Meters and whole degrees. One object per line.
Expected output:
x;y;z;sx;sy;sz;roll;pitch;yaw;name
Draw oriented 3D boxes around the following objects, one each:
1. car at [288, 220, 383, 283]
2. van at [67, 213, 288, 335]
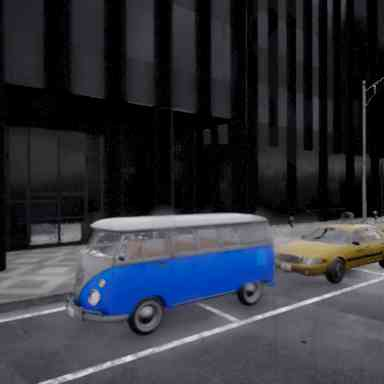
4.283;1.516;9.590;4.829;1.417;1.752;0;0;-35;car
-0.179;1.338;6.410;3.998;1.788;1.690;0;0;-35;van
